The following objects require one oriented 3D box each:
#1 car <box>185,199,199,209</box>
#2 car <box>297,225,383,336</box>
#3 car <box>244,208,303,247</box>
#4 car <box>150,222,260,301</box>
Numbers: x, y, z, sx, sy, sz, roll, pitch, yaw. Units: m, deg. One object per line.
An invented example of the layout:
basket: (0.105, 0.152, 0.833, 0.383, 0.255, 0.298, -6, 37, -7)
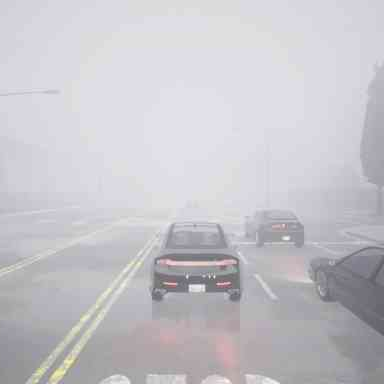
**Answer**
car: (0.010, 1.599, 44.132, 1.895, 1.301, 4.718, 0, 0, 0)
car: (3.589, 1.547, 5.267, 2.033, 1.411, 5.357, 0, 0, 0)
car: (3.568, 1.504, 15.014, 1.837, 1.490, 4.892, 0, 0, 0)
car: (0.083, 1.491, 8.313, 2.128, 1.511, 4.902, 0, 0, 0)
